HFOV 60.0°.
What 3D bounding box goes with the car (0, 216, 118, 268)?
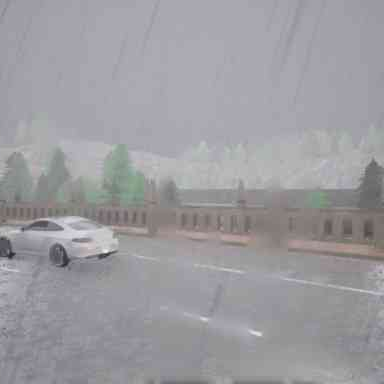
[{"bbox_3d":[-4.544,1.527,11.207,4.674,1.442,1.812,0,0,32],"label":"car"}]
